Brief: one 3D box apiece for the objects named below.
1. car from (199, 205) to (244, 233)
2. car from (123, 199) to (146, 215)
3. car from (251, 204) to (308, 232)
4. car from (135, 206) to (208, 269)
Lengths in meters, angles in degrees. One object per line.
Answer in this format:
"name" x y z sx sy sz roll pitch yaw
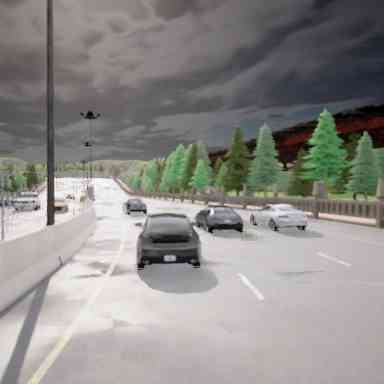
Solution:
"car" 1.449 1.457 19.067 1.994 1.385 4.181 0 0 -11
"car" -5.595 1.386 32.317 2.033 1.411 5.357 0 0 -18
"car" 4.967 1.409 19.377 1.812 1.442 4.674 0 0 -11
"car" -0.823 1.448 11.039 1.837 1.490 4.892 0 1 -6
